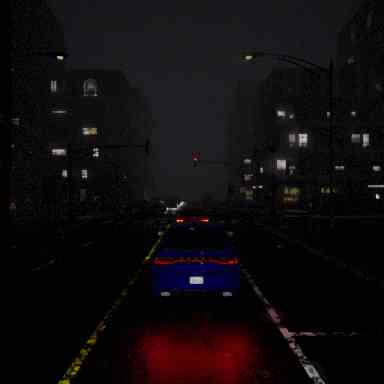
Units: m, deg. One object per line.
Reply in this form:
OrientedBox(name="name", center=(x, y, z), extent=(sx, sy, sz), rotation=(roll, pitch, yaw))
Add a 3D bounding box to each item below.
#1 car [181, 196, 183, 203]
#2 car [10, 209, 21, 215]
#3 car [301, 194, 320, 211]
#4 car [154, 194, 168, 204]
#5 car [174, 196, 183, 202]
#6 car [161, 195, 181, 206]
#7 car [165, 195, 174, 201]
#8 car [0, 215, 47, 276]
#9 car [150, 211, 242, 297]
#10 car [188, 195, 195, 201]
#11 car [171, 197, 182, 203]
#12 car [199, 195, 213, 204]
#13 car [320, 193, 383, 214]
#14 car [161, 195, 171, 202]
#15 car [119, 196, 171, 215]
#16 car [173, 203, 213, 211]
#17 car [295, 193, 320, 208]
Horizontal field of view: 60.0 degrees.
OrientedBox(name="car", center=(-3.163, 1.370, 58.692), extent=(2.097, 1.767, 4.553), rotation=(0, 0, 0))
OrientedBox(name="car", center=(-19.215, 1.934, 32.070), extent=(4.718, 1.301, 1.895), rotation=(-1, 0, -1))
OrientedBox(name="car", center=(14.732, 1.205, 35.614), extent=(4.892, 1.490, 1.837), rotation=(-1, 0, -1))
OrientedBox(name="car", center=(-5.782, 1.336, 63.203), extent=(2.192, 1.841, 5.009), rotation=(0, 0, 0))
OrientedBox(name="car", center=(-3.114, 1.621, 78.539), extent=(1.895, 1.301, 4.718), rotation=(0, 0, 0))
OrientedBox(name="car", center=(-3.151, 1.560, 49.210), extent=(2.033, 1.411, 5.357), rotation=(0, 0, -1))
OrientedBox(name="car", center=(-5.814, 1.480, 85.934), extent=(1.967, 1.590, 4.097), rotation=(0, 0, 0))
OrientedBox(name="car", center=(-5.755, 1.582, 9.815), extent=(1.802, 1.307, 4.206), rotation=(0, 0, 0))
OrientedBox(name="car", center=(0.090, 1.477, 8.612), extent=(1.882, 1.535, 5.008), rotation=(0, 0, 0))
OrientedBox(name="car", center=(-0.129, 1.570, 90.530), extent=(2.128, 1.511, 4.902), rotation=(0, 0, 0))
OrientedBox(name="car", center=(-3.109, 1.626, 68.201), extent=(1.895, 1.301, 4.718), rotation=(0, 0, 0))
OrientedBox(name="car", center=(2.607, 1.458, 57.535), extent=(1.967, 1.590, 4.097), rotation=(0, 0, 0))
OrientedBox(name="car", center=(14.651, 1.029, 29.805), extent=(5.009, 1.841, 2.192), rotation=(-1, 1, -1))
OrientedBox(name="car", center=(-5.798, 1.470, 74.569), extent=(1.967, 1.590, 4.097), rotation=(0, 0, 0))
OrientedBox(name="car", center=(-5.102, 1.546, 34.805), extent=(5.008, 1.535, 1.882), rotation=(-1, 0, -31))
OrientedBox(name="car", center=(0.072, 1.526, 17.952), extent=(1.812, 1.442, 4.674), rotation=(0, 0, 1))
OrientedBox(name="car", center=(14.505, 1.014, 38.183), extent=(5.009, 1.841, 2.192), rotation=(-1, 1, -1))
